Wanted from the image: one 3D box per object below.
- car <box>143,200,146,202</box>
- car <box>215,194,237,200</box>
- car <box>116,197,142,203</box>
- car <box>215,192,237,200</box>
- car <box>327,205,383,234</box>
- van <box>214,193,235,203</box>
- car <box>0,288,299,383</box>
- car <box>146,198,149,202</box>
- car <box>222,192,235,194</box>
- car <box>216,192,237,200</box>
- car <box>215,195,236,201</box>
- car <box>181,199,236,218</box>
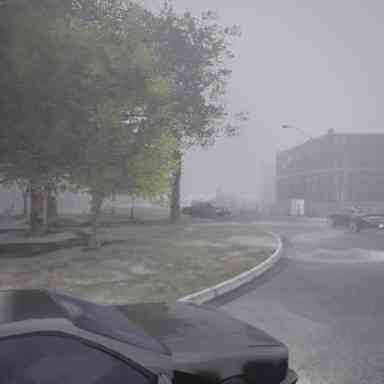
[{"bbox_3d":[-13.144,1.609,72.134,5.008,1.535,2.097,0,0,7],"label":"car"},{"bbox_3d":[6.295,1.591,65.171,4.792,1.488,2.163,0,0,7],"label":"car"},{"bbox_3d":[-13.436,1.498,69.386,4.553,1.767,2.185,0,0,7],"label":"car"},{"bbox_3d":[8.995,1.138,87.119,5.566,2.045,2.435,0,1,7],"label":"car"},{"bbox_3d":[9.586,1.511,19.378,2.128,1.511,4.902,0,0,-1],"label":"car"},{"bbox_3d":[7.204,1.295,73.464,4.442,1.987,1.878,0,0,7],"label":"van"},{"bbox_3d":[-1.559,1.564,2.527,5.357,1.411,2.033,0,0,-35],"label":"car"},{"bbox_3d":[-12.453,1.446,77.603,4.553,1.767,2.185,0,0,7],"label":"car"},{"bbox_3d":[7.004,1.412,70.559,4.553,1.767,2.185,0,0,7],"label":"car"},{"bbox_3d":[9.618,1.083,92.770,5.566,2.045,2.435,0,1,7],"label":"car"},{"bbox_3d":[8.313,1.443,81.732,5.008,1.535,2.097,0,1,7],"label":"car"},{"bbox_3d":[1.246,1.667,31.434,2.033,1.411,5.357,0,0,-42],"label":"car"}]
